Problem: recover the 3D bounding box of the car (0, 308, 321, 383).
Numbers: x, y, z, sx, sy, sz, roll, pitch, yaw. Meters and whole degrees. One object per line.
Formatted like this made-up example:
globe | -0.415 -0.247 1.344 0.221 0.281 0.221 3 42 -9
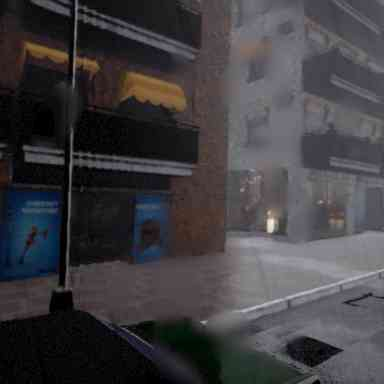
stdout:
car | -1.363 1.624 1.895 4.718 1.301 1.895 1 -1 -37
